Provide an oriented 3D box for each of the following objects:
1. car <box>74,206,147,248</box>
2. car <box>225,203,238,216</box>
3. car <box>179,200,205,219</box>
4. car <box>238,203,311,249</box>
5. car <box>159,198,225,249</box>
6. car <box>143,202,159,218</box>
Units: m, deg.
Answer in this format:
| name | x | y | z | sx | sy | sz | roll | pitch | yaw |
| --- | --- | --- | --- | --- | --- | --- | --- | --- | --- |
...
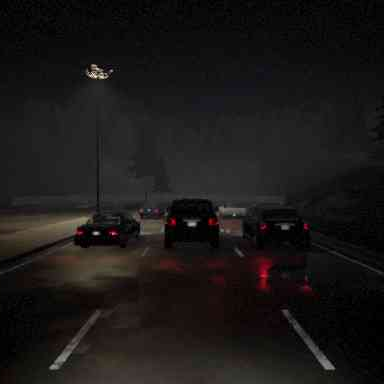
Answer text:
| name | x | y | z | sx | sy | sz | roll | pitch | yaw |
| --- | --- | --- | --- | --- | --- | --- | --- | --- | --- |
| car | -3.500 | 1.560 | 14.650 | 2.033 | 1.411 | 5.357 | 0 | 0 | 0 |
| car | 3.500 | 1.614 | 29.670 | 1.895 | 1.301 | 4.718 | 0 | 0 | 0 |
| car | 0.000 | 1.493 | 29.644 | 2.128 | 1.511 | 4.902 | 0 | 0 | 0 |
| car | 3.500 | 1.363 | 14.620 | 2.097 | 1.767 | 4.553 | 0 | 0 | 0 |
| car | 0.000 | 1.255 | 14.680 | 2.150 | 2.045 | 5.566 | 0 | 0 | 0 |
| car | -3.500 | 1.561 | 29.648 | 2.033 | 1.411 | 5.357 | 0 | 0 | 0 |
